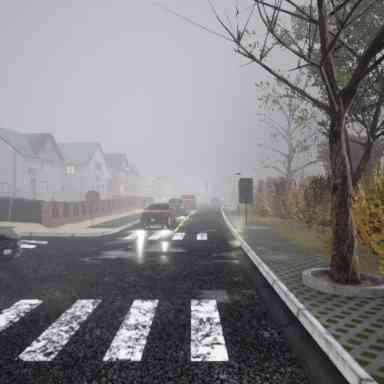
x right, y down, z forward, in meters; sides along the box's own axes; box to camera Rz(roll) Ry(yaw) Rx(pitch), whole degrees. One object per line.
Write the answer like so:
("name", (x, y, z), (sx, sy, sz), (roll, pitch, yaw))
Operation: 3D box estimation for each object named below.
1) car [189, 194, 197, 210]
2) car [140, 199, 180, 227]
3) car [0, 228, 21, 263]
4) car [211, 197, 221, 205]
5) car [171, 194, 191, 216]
("car", (-0.545, 1.347, 46.409), (2.150, 2.045, 5.566), (0, 0, 6))
("car", (-2.259, 1.493, 23.389), (1.882, 1.535, 5.008), (0, 0, 5))
("car", (-7.346, 1.190, 9.372), (5.008, 1.535, 1.882), (3, -1, 11))
("car", (4.871, 1.746, 67.455), (1.882, 1.535, 5.008), (0, -1, 8))
("car", (-1.610, 1.402, 33.454), (2.097, 1.767, 4.553), (0, 0, 4))
